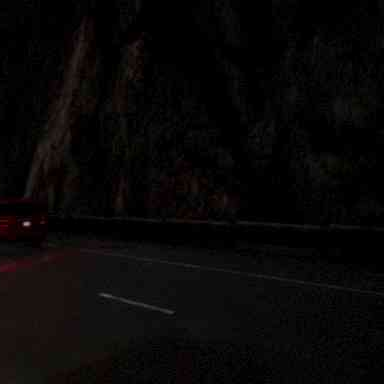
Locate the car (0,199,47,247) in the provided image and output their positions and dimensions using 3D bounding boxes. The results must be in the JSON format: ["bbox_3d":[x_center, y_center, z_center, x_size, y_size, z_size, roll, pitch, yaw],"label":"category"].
[{"bbox_3d":[-8.543,1.331,14.347,5.566,2.045,2.150,0,0,35],"label":"car"}]
